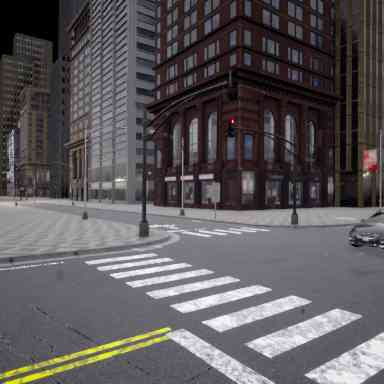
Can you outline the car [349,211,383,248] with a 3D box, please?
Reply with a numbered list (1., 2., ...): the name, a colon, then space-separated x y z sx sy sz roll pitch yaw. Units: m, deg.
1. car: 8.391 1.525 13.696 4.892 1.490 1.837 0 0 -36
